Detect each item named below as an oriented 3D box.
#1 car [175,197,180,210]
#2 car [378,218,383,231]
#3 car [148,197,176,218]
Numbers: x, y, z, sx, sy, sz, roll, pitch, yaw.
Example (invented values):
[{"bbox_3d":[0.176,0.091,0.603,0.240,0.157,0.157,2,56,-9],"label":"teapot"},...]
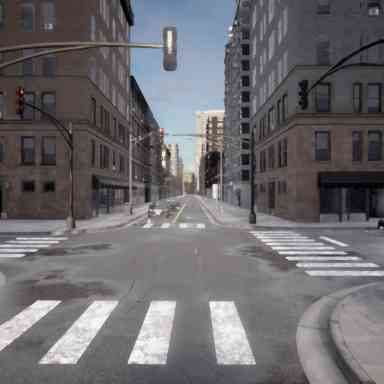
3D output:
[{"bbox_3d":[-2.822,1.618,40.137,1.895,1.301,4.718,0,0,0],"label":"car"},{"bbox_3d":[12.379,1.563,17.894,4.313,1.339,1.947,0,0,0],"label":"car"},{"bbox_3d":[-2.836,1.499,30.020,2.128,1.511,4.902,0,0,0],"label":"car"}]
